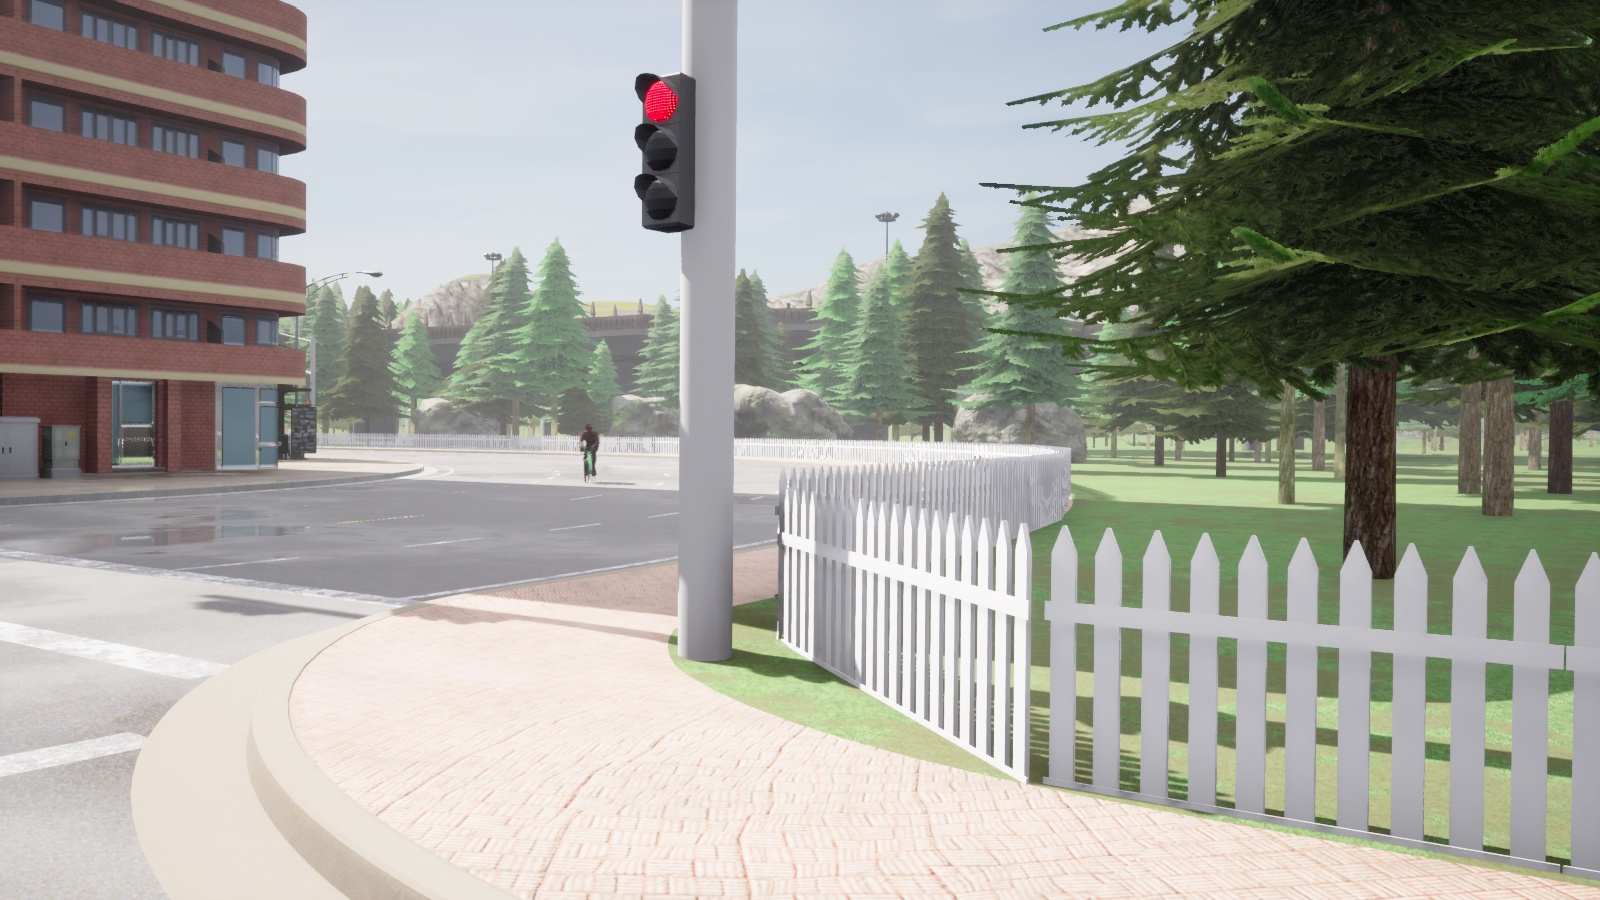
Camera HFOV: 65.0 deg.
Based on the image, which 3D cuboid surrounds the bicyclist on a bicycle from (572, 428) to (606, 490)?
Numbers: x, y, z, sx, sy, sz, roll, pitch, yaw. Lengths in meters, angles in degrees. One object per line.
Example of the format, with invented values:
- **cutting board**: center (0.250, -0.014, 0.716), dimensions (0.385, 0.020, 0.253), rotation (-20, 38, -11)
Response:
- **bicyclist on a bicycle**: center (-5.668, 0.218, 33.809), dimensions (0.582, 1.620, 1.656), rotation (-1, 1, 0)
